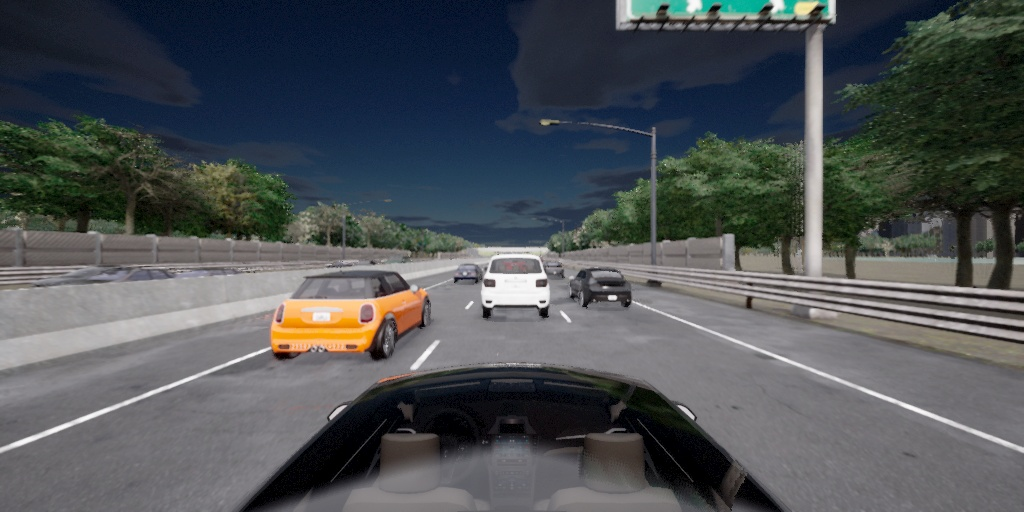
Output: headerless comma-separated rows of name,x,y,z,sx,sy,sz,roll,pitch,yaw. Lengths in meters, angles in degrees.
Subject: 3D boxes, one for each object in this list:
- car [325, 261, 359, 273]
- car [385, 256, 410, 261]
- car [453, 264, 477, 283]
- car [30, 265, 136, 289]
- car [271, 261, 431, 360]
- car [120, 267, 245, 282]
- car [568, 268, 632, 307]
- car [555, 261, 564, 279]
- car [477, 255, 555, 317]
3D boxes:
car,-20.873,1.355,44.237,1.895,1.301,4.718,0,0,1
car,-13.891,0.976,43.472,2.150,2.045,5.566,0,0,1
car,-3.325,1.300,27.901,2.033,1.411,5.357,0,0,0
car,-17.574,1.297,16.583,2.033,1.411,5.357,0,0,0
car,-3.395,1.103,8.532,2.097,1.767,4.553,0,0,0
car,-14.074,1.298,16.559,2.033,1.411,5.357,0,0,0
car,3.624,1.256,15.332,1.837,1.490,4.892,0,0,0
car,3.708,1.246,33.279,2.128,1.511,4.902,0,0,0
car,0.117,0.973,13.268,2.150,2.045,5.566,0,0,0
